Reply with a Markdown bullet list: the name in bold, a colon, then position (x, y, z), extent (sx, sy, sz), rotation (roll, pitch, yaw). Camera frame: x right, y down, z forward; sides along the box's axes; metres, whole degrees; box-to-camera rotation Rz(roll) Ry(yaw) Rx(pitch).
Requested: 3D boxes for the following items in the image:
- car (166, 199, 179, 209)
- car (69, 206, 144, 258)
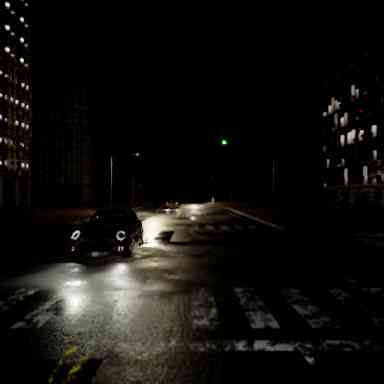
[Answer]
- **car**: position (-3.259, 1.905, 55.804), extent (2.097, 1.767, 4.553), rotation (0, -1, 0)
- **car**: position (-3.245, 1.505, 13.415), extent (2.097, 1.767, 4.553), rotation (0, 0, 0)
